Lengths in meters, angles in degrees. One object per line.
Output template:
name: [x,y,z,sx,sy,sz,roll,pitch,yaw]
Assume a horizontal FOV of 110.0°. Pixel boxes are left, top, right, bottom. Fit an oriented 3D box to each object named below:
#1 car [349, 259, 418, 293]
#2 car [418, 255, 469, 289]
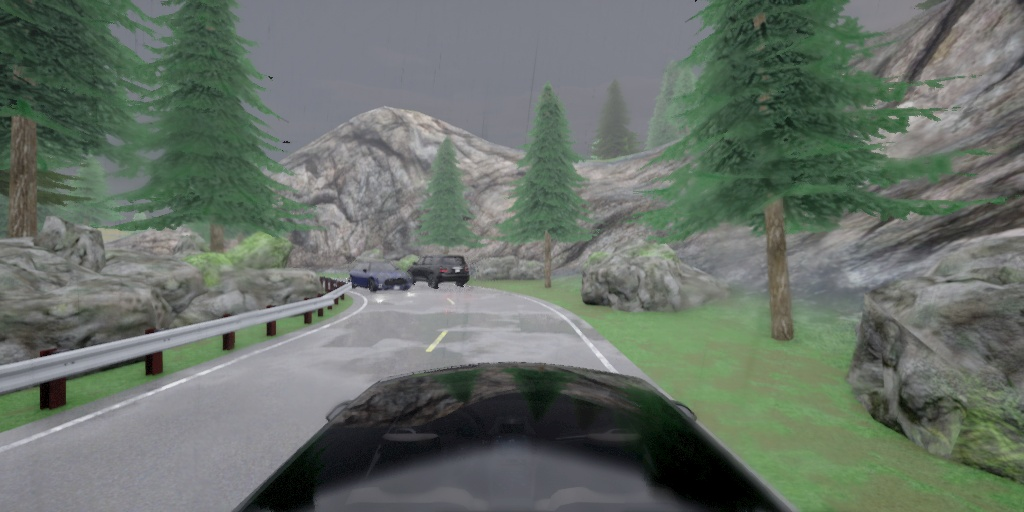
car: [-7.608,1.091,20.571,2.097,1.767,4.553,0,0,-43]
car: [-4.964,0.959,23.307,2.150,2.045,5.566,1,0,-40]
